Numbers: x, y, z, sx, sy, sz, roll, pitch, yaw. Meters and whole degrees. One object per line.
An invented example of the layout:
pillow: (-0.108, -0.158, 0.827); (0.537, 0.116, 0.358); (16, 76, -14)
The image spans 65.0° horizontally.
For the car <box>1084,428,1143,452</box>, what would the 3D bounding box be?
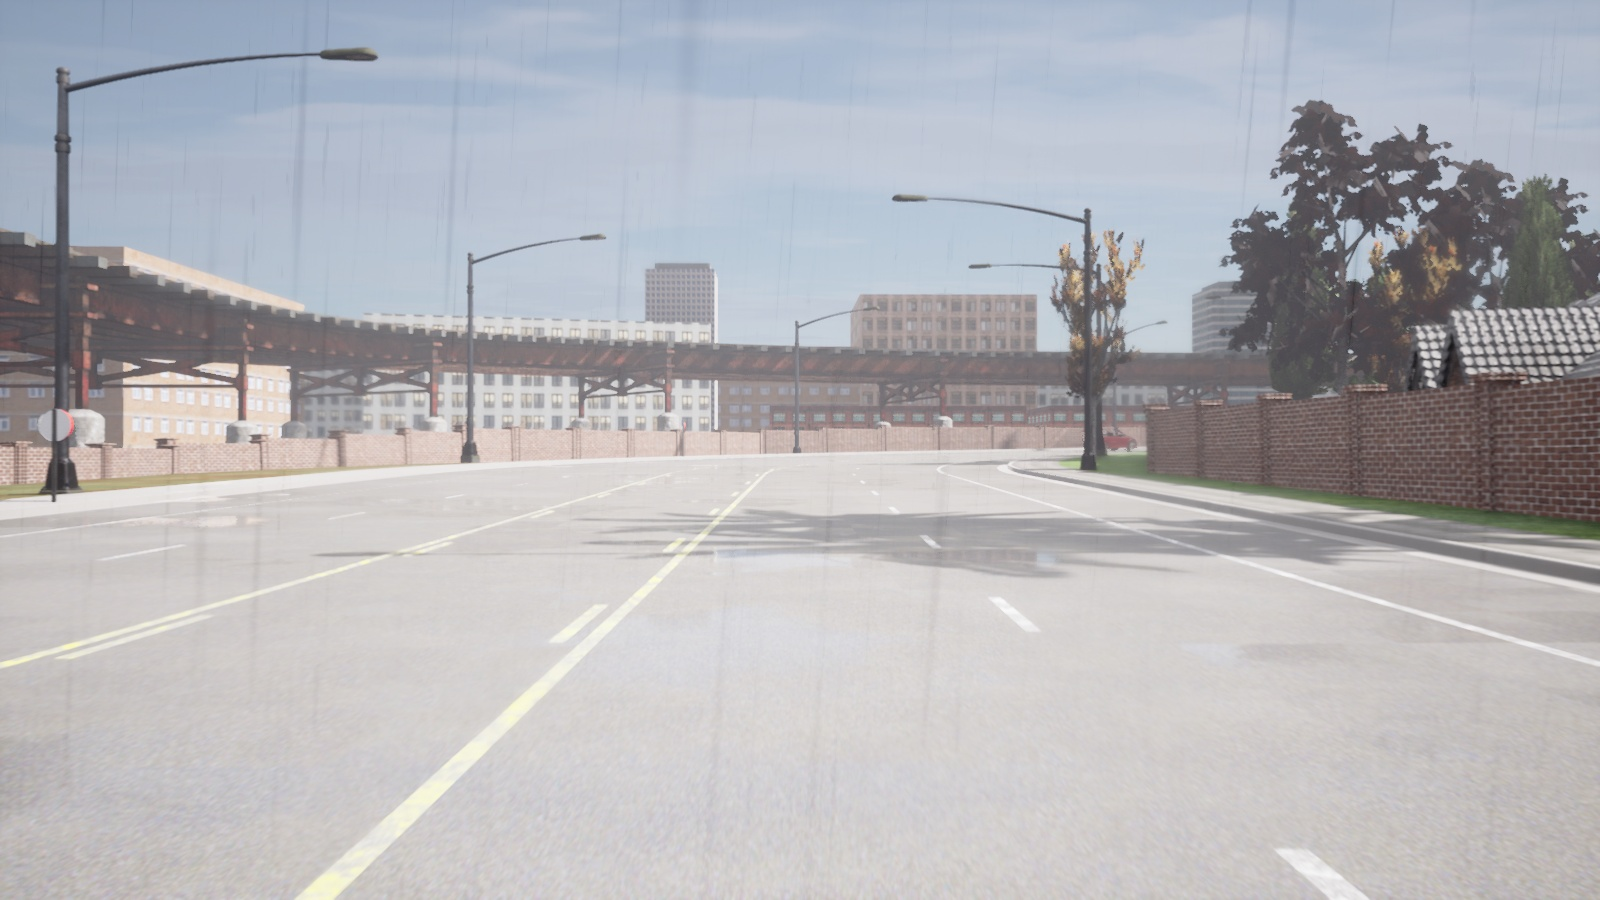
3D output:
car: (22.484, -0.719, 90.069); (3.988, 1.617, 1.851); (-1, 0, -34)
